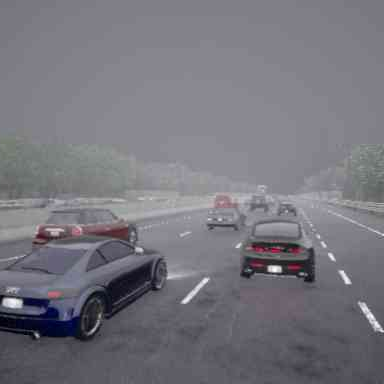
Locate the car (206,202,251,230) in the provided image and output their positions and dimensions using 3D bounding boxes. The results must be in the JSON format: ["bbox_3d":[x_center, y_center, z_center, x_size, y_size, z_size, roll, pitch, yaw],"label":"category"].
[{"bbox_3d":[2.314,1.636,21.394,2.033,1.411,5.357,0,0,16],"label":"car"}]

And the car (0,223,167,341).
[{"bbox_3d":[-2.025,1.581,6.726,1.994,1.385,4.181,0,0,16],"label":"car"}]

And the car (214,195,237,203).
[{"bbox_3d":[4.080,1.413,39.696,2.150,2.045,5.566,0,0,16],"label":"car"}]

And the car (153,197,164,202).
[{"bbox_3d":[-7.253,1.839,75.424,1.895,1.301,4.718,0,-1,16],"label":"car"}]

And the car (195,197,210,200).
[{"bbox_3d":[2.824,1.813,72.475,2.033,1.411,5.357,0,-1,16],"label":"car"}]

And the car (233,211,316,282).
[{"bbox_3d":[2.610,1.554,10.058,1.837,1.490,4.892,0,0,16],"label":"car"}]

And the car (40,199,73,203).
[{"bbox_3d":[-14.676,1.622,38.027,1.812,1.442,4.674,0,-1,17],"label":"car"}]

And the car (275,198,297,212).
[{"bbox_3d":[10.266,1.705,35.934,1.837,1.490,4.892,0,0,16],"label":"car"}]

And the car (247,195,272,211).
[{"bbox_3d":[8.967,1.465,43.880,2.150,2.045,5.566,0,0,16],"label":"car"}]

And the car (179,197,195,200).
[{"bbox_3d":[-0.532,1.741,73.468,1.882,1.535,5.008,0,-1,16],"label":"car"}]

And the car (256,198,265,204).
[{"bbox_3d":[17.478,2.186,84.998,1.994,1.385,4.181,0,0,16],"label":"car"}]

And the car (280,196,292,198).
[{"bbox_3d":[17.921,1.928,61.814,2.128,1.511,4.902,0,-1,16],"label":"car"}]

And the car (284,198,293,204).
[{"bbox_3d":[23.052,2.169,79.165,1.994,1.385,4.181,0,0,16],"label":"car"}]

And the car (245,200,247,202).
[{"bbox_3d":[11.203,1.980,63.784,1.994,1.385,4.181,0,-1,16],"label":"car"}]

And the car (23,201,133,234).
[{"bbox_3d":[-3.862,1.383,12.851,2.097,1.767,4.553,0,0,16],"label":"car"}]

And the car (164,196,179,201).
[{"bbox_3d":[-3.888,1.754,74.461,1.837,1.490,4.892,0,-1,16],"label":"car"}]

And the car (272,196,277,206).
[{"bbox_3d":[14.562,1.953,62.800,1.812,1.442,4.674,0,-1,16],"label":"car"}]

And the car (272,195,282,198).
[{"bbox_3d":[21.418,1.887,85.975,2.150,2.045,5.566,0,0,16],"label":"car"}]

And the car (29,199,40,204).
[{"bbox_3d":[-17.842,1.605,39.640,1.837,1.490,4.892,0,-1,17],"label":"car"}]
